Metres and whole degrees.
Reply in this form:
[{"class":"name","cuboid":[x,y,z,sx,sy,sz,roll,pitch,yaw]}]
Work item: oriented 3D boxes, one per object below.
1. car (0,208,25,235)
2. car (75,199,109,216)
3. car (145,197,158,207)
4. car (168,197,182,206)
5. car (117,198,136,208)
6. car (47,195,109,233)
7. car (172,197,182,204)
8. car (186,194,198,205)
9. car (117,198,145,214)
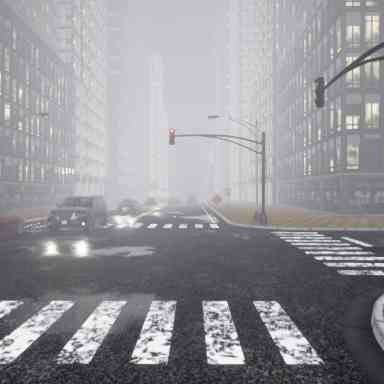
[{"class":"car","cuboid":[-9.854,1.528,16.106,1.812,1.442,4.674,0,0,0]},{"class":"car","cuboid":[-9.860,1.508,33.218,1.882,1.535,5.008,0,0,0]},{"class":"car","cuboid":[-6.595,1.557,53.756,1.882,1.535,5.008,0,0,0]},{"class":"car","cuboid":[-3.167,1.588,58.911,2.128,1.511,4.902,0,0,0]},{"class":"car","cuboid":[-9.853,1.633,50.436,1.994,1.385,4.181,0,0,0]},{"class":"car","cuboid":[-6.607,1.231,19.969,2.150,2.045,5.566,0,0,0]},{"class":"car","cuboid":[-3.202,1.703,70.366,1.994,1.385,4.181,0,0,0]},{"class":"car","cuboid":[-0.016,1.606,60.194,1.837,1.490,4.892,0,0,0]},{"class":"car","cuboid":[-6.609,1.524,35.166,2.128,1.511,4.902,0,0,0]}]
